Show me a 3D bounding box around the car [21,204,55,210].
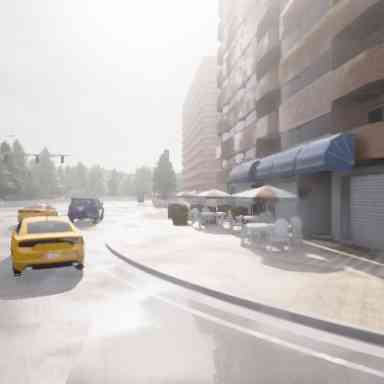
[{"bbox_3d":[-11.881,1.633,25.863,1.882,1.535,5.008,1,-1,-9],"label":"car"}]

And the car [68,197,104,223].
[{"bbox_3d":[-8.573,1.414,27.151,2.150,2.045,5.566,1,-1,-8],"label":"car"}]

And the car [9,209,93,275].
[{"bbox_3d":[-4.849,1.547,10.943,1.882,1.535,5.008,0,0,-29],"label":"car"}]
